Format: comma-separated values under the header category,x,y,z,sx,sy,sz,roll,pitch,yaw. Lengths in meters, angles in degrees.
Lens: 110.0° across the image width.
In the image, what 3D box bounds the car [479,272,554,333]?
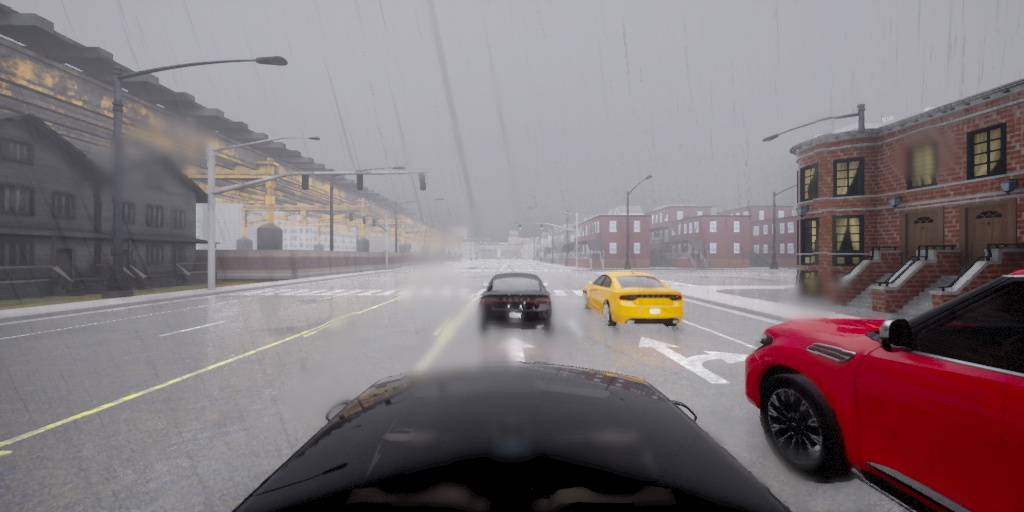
category,x,y,z,sx,sy,sz,roll,pitch,yaw
car,0.109,1.229,10.824,1.882,1.535,5.008,0,0,0

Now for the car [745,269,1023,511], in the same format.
category,x,y,z,sx,sy,sz,roll,pitch,yaw
car,3.598,0.971,1.519,2.150,2.045,5.566,0,0,0

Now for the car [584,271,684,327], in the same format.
category,x,y,z,sx,sy,sz,roll,pitch,yaw
car,3.611,1.231,11.518,1.882,1.535,5.008,0,0,0
